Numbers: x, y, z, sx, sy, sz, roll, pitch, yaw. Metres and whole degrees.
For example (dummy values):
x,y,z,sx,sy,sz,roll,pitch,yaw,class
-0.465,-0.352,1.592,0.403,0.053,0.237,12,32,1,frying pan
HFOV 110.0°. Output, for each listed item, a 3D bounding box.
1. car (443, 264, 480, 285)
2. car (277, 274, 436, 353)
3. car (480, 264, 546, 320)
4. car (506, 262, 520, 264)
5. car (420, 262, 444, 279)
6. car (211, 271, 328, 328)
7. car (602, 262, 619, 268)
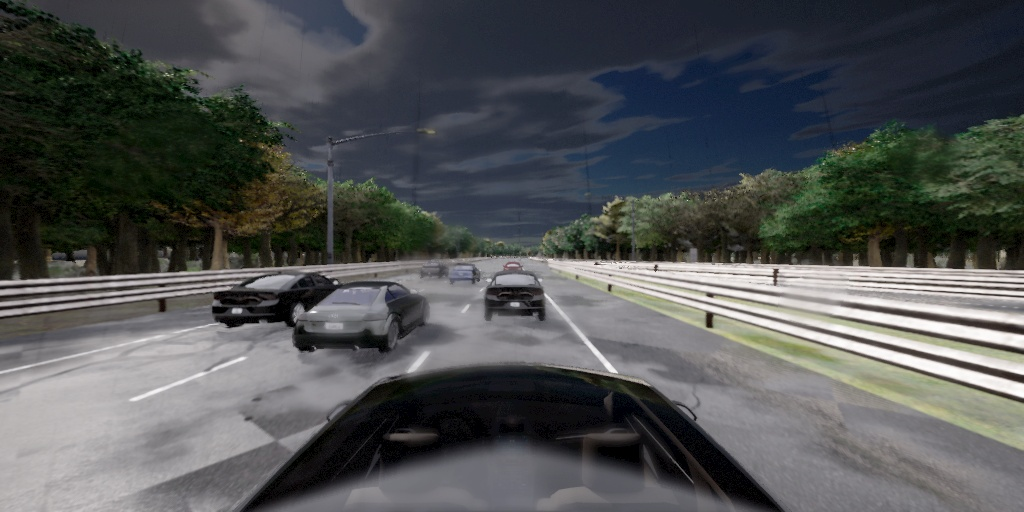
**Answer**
x,y,z,sx,sy,sz,roll,pitch,yaw,class
-3.396,1.300,26.528,2.033,1.411,5.357,0,0,0,car
-3.400,1.314,8.877,1.994,1.385,4.181,0,0,0,car
0.101,1.229,12.678,1.882,1.535,5.008,0,0,0,car
0.096,1.285,33.641,1.812,1.442,4.674,0,0,0,car
-6.904,1.250,32.425,2.128,1.511,4.902,0,0,0,car
-6.899,1.228,11.471,1.882,1.535,5.008,0,0,0,car
12.539,1.458,48.971,1.895,1.301,4.718,0,0,-14,car
